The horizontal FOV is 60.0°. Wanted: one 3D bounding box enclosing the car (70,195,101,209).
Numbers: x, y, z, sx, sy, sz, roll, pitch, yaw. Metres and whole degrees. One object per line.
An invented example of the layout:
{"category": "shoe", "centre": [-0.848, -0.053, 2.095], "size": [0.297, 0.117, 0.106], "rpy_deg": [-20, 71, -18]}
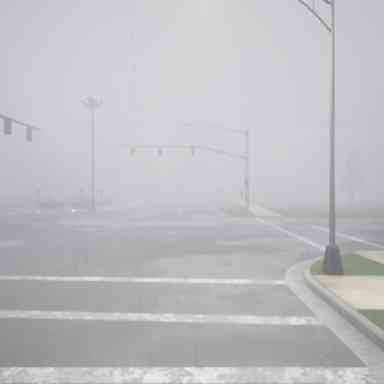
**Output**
{"category": "car", "centre": [-14.455, 1.524, 44.991], "size": [2.033, 1.411, 5.357], "rpy_deg": [0, 0, 1]}

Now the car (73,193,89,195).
{"category": "car", "centre": [-17.855, 1.194, 52.698], "size": [2.150, 2.045, 5.566], "rpy_deg": [0, 0, 1]}

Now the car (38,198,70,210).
{"category": "car", "centre": [-17.994, 1.578, 43.058], "size": [1.895, 1.301, 4.718], "rpy_deg": [0, 0, 1]}

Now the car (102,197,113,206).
{"category": "car", "centre": [-14.318, 1.497, 54.581], "size": [1.812, 1.442, 4.674], "rpy_deg": [0, 0, 1]}
